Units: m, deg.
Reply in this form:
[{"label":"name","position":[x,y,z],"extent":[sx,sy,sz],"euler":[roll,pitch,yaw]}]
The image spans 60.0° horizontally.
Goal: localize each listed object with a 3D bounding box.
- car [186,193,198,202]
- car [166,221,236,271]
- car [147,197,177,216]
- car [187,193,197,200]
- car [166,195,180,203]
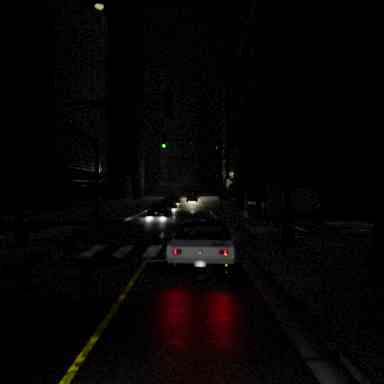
[{"label":"car","position":[0.004,1.015,62.892],"extent":[2.097,1.767,4.553],"euler":[0,1,0]},{"label":"car","position":[0.430,1.606,10.960],"extent":[1.895,1.301,4.718],"euler":[0,0,5]},{"label":"car","position":[-3.070,1.500,32.567],"extent":[2.033,1.411,5.357],"euler":[0,0,4]},{"label":"car","position":[0.005,0.905,72.924],"extent":[2.128,1.511,4.902],"euler":[0,1,0]},{"label":"car","position":[-3.081,1.357,45.420],"extent":[1.837,1.490,4.892],"euler":[0,1,0]}]
